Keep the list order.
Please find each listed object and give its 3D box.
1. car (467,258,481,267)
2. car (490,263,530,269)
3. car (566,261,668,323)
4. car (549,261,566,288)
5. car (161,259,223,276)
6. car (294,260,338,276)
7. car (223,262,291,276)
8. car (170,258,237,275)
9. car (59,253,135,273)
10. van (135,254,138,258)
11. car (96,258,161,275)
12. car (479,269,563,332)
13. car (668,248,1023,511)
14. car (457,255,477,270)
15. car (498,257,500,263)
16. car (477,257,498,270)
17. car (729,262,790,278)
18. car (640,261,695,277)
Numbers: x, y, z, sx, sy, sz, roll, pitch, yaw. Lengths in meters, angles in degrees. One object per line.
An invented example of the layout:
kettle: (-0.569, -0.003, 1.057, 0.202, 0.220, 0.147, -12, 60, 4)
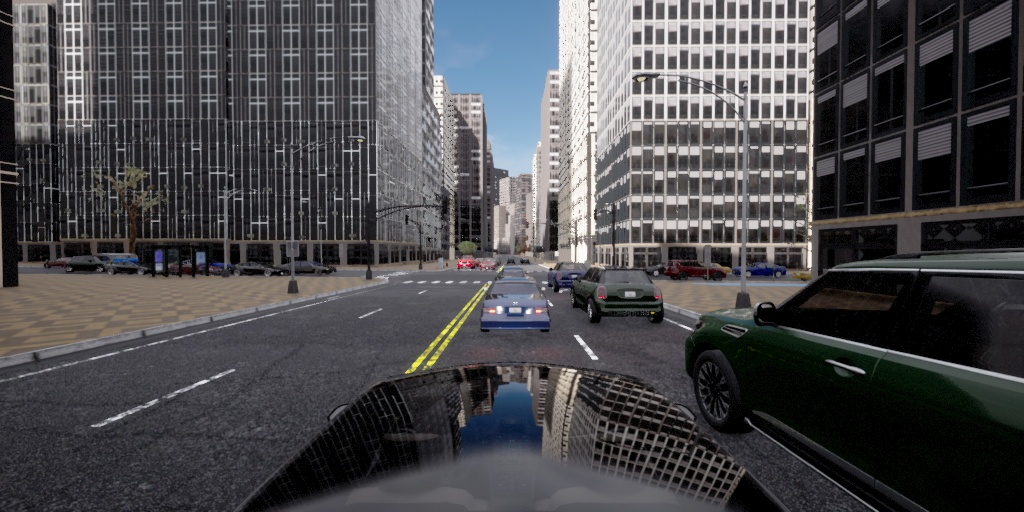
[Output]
car: (-6.710, 1.174, 63.698, 1.882, 1.535, 5.008, 0, 0, 1)
car: (0.054, 1.303, 20.015, 1.994, 1.385, 4.181, 0, 0, 0)
car: (3.325, 1.097, 12.218, 2.097, 1.767, 4.553, 0, 0, 0)
car: (3.303, 1.090, 21.082, 2.097, 1.767, 4.553, 0, 0, 0)
car: (-28.489, 1.135, 32.318, 4.207, 1.307, 1.802, 0, 0, 1)
car: (-19.990, 1.134, 34.856, 5.357, 1.411, 2.033, 1, 1, 1)
car: (-22.805, 1.171, 32.199, 4.313, 1.339, 1.948, 0, 0, 1)
car: (-30.066, 0.972, 35.038, 5.008, 1.535, 1.882, 1, 1, 1)
car: (-40.707, 0.750, 35.236, 4.553, 1.767, 2.097, 1, 1, 1)
van: (-45.383, 0.601, 41.111, 3.998, 1.789, 1.690, 0, 0, 1)
car: (-34.170, 1.066, 32.478, 4.313, 1.339, 1.948, 0, 0, 1)
car: (0.080, 1.293, 10.771, 2.033, 1.411, 5.357, 0, 0, 0)
car: (3.345, 0.971, 2.372, 2.150, 2.045, 5.566, 0, 0, 0)
car: (-6.714, 0.931, 53.354, 2.150, 2.045, 5.566, 0, 0, 0)
car: (-3.472, 1.227, 60.053, 1.812, 1.442, 4.674, 0, 0, 0)
car: (-3.433, 1.064, 51.209, 2.097, 1.767, 4.553, 0, 0, -1)
car: (25.689, 1.419, 37.401, 5.008, 1.535, 1.882, 1, 1, 1)
car: (16.211, 1.362, 37.565, 4.892, 1.490, 1.837, 0, 1, -1)
